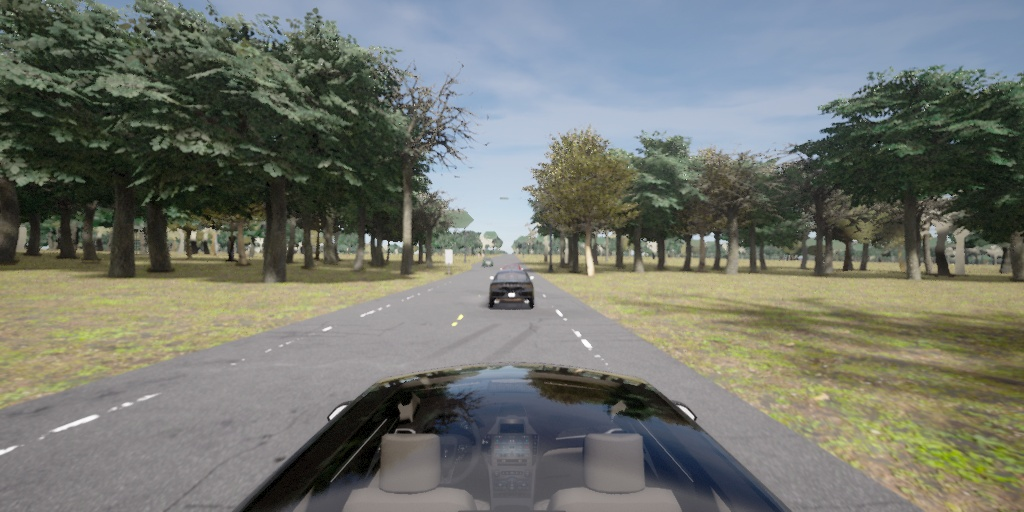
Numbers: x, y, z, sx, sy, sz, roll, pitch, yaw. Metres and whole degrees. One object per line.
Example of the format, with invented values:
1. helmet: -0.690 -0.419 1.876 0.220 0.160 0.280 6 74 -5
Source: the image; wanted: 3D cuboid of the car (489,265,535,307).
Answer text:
1. car: -0.003 1.357 16.318 1.882 1.535 5.008 0 0 0
